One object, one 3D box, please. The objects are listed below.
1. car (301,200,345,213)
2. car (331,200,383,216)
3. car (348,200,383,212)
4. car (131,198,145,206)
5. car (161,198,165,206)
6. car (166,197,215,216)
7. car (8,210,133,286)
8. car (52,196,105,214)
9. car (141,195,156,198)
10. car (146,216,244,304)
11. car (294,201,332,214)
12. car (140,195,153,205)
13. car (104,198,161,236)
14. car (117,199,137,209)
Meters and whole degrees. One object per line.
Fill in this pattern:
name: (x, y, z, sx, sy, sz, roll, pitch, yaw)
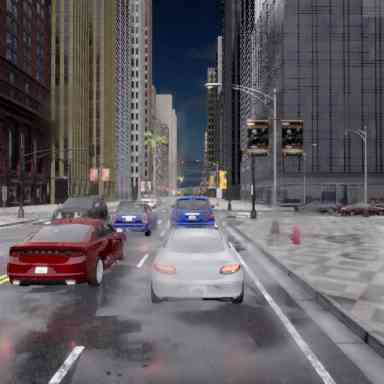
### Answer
car: (15.216, 1.663, 38.674, 4.313, 1.339, 1.947, 0, 0, -1)
car: (15.339, 1.577, 30.151, 4.206, 1.307, 1.802, 0, 0, -1)
car: (20.856, 1.643, 38.757, 4.313, 1.339, 1.947, 0, 0, -1)
car: (-9.769, 1.827, 60.827, 1.812, 1.442, 4.674, 0, 0, 1)
car: (-6.521, 1.805, 60.671, 1.837, 1.490, 4.892, 0, 0, 1)
car: (0.040, 1.257, 17.762, 2.150, 2.045, 5.566, 0, 0, 1)
car: (-3.144, 1.489, 9.432, 1.882, 1.535, 5.008, 0, 0, 0)
car: (-6.742, 1.268, 20.573, 2.150, 2.045, 5.566, 0, 0, -1)
car: (-6.558, 1.453, 50.959, 2.150, 2.045, 5.566, 0, 0, 0)
car: (0.105, 1.534, 8.060, 1.812, 1.442, 4.674, 0, 0, 0)
car: (13.227, 1.635, 35.891, 4.181, 1.385, 1.994, 0, -1, -1)
car: (-9.692, 1.609, 71.401, 2.150, 2.045, 5.566, 0, 0, 0)
car: (-3.135, 1.391, 18.659, 2.097, 1.767, 4.553, 0, 0, 0)
car: (-9.806, 1.778, 50.918, 2.033, 1.411, 5.357, 0, 0, 0)
